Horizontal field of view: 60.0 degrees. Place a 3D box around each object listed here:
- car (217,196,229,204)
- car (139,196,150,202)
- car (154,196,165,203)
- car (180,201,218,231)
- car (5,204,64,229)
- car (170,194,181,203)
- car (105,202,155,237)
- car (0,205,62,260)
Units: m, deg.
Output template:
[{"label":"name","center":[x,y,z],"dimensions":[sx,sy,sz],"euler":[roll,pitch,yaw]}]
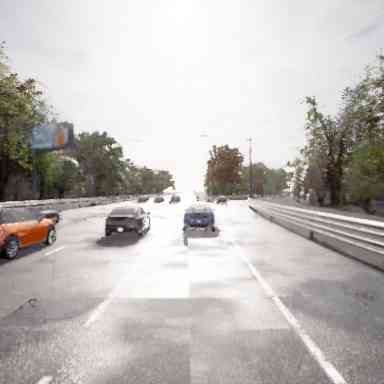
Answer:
[{"label":"car","center":[6.290,1.599,67.649],"dimensions":[1.837,1.490,4.892],"euler":[0,-1,11]},{"label":"car","center":[-10.477,1.522,73.235],"dimensions":[2.128,1.511,4.902],"euler":[0,0,0]},{"label":"car","center":[-6.966,1.550,71.245],"dimensions":[1.994,1.385,4.181],"euler":[0,0,0]},{"label":"car","center":[0.500,1.475,20.801],"dimensions":[1.882,1.535,5.008],"euler":[0,0,3]},{"label":"car","center":[-10.393,1.563,22.321],"dimensions":[1.994,1.385,4.181],"euler":[0,0,0]},{"label":"car","center":[-3.405,1.349,70.161],"dimensions":[2.097,1.767,4.553],"euler":[0,0,0]},{"label":"car","center":[-3.394,1.505,18.162],"dimensions":[1.837,1.490,4.892],"euler":[0,0,0]},{"label":"car","center":[-6.896,1.351,12.506],"dimensions":[2.097,1.767,4.553],"euler":[0,0,0]}]
